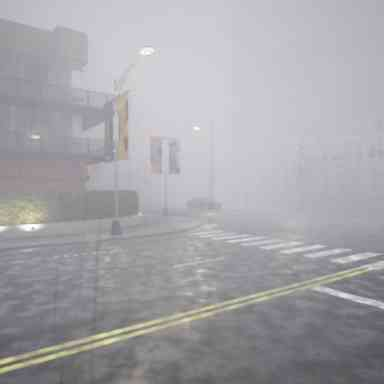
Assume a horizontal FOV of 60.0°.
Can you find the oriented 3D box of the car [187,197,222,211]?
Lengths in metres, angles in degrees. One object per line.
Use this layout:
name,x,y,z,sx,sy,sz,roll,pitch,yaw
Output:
car,1.341,1.338,37.886,1.882,1.535,5.008,0,0,-35
